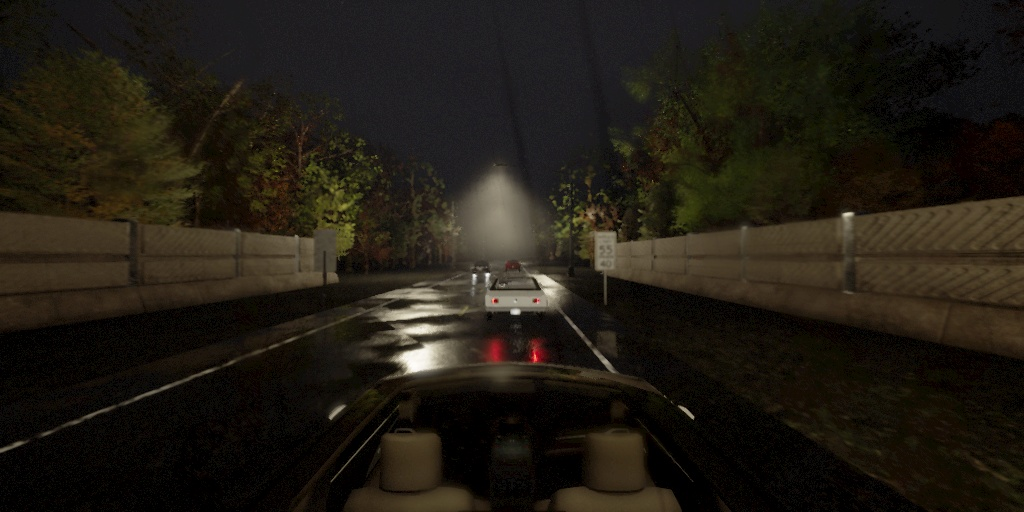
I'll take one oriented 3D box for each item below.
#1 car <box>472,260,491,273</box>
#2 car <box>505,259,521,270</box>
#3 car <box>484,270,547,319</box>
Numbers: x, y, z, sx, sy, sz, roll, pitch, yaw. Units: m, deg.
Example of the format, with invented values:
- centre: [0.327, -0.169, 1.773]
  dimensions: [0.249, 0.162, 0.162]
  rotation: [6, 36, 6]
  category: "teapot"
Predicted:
- centre: [-3.562, 1.204, 42.311]
  dimensions: [1.812, 1.442, 4.674]
  rotation: [0, 0, 0]
  category: "car"
- centre: [0.125, 1.147, 45.590]
  dimensions: [1.882, 1.535, 5.008]
  rotation: [0, 0, 0]
  category: "car"
- centre: [0.114, 1.340, 12.680]
  dimensions: [1.895, 1.301, 4.718]
  rotation: [0, 0, 0]
  category: "car"
